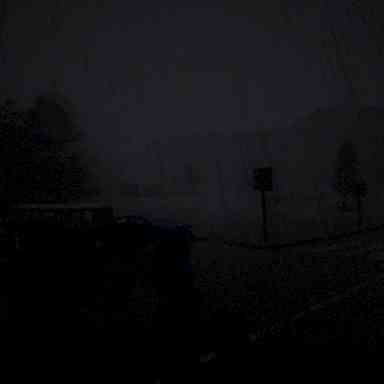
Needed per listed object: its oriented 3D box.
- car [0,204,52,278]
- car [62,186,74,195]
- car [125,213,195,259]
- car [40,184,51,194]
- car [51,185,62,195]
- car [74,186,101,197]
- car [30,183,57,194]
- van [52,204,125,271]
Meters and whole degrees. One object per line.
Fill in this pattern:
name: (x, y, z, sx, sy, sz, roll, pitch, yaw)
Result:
car: (-6.863, 1.358, 9.306, 5.566, 2.045, 2.435, -2, -1, 30)
car: (-19.506, -0.256, 56.986, 2.231, 1.521, 4.892, 0, 6, 10)
car: (-2.271, 1.599, 13.141, 5.008, 1.535, 2.097, -1, -1, 30)
car: (-24.654, -0.455, 59.879, 2.097, 1.535, 5.008, 0, 6, 9)
car: (-22.081, -0.316, 58.442, 2.002, 1.452, 4.674, 0, 5, 10)
car: (-16.961, -0.120, 55.467, 2.163, 1.488, 4.792, 0, 6, 11)
car: (-27.258, -0.669, 61.243, 2.185, 1.767, 4.553, 0, 5, 9)
van: (-4.686, 1.382, 11.289, 4.442, 1.987, 1.878, -1, -1, 30)
